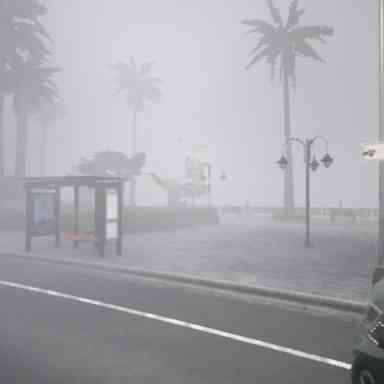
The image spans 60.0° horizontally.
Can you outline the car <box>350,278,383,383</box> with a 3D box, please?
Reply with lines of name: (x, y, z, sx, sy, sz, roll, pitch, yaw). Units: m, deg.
car: (4.215, 1.280, 2.331, 5.566, 2.045, 2.150, 0, -1, 35)
